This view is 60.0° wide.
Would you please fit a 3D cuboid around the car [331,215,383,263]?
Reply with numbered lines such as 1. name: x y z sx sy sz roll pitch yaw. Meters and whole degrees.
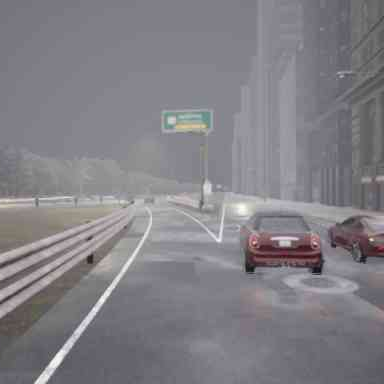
1. car: 6.288 1.536 11.834 1.812 1.442 4.674 0 0 6

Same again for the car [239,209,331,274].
1. car: 2.672 1.380 10.899 2.097 1.767 4.553 0 0 6

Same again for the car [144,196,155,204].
1. car: -8.225 1.534 64.285 2.128 1.511 4.902 0 0 -10
